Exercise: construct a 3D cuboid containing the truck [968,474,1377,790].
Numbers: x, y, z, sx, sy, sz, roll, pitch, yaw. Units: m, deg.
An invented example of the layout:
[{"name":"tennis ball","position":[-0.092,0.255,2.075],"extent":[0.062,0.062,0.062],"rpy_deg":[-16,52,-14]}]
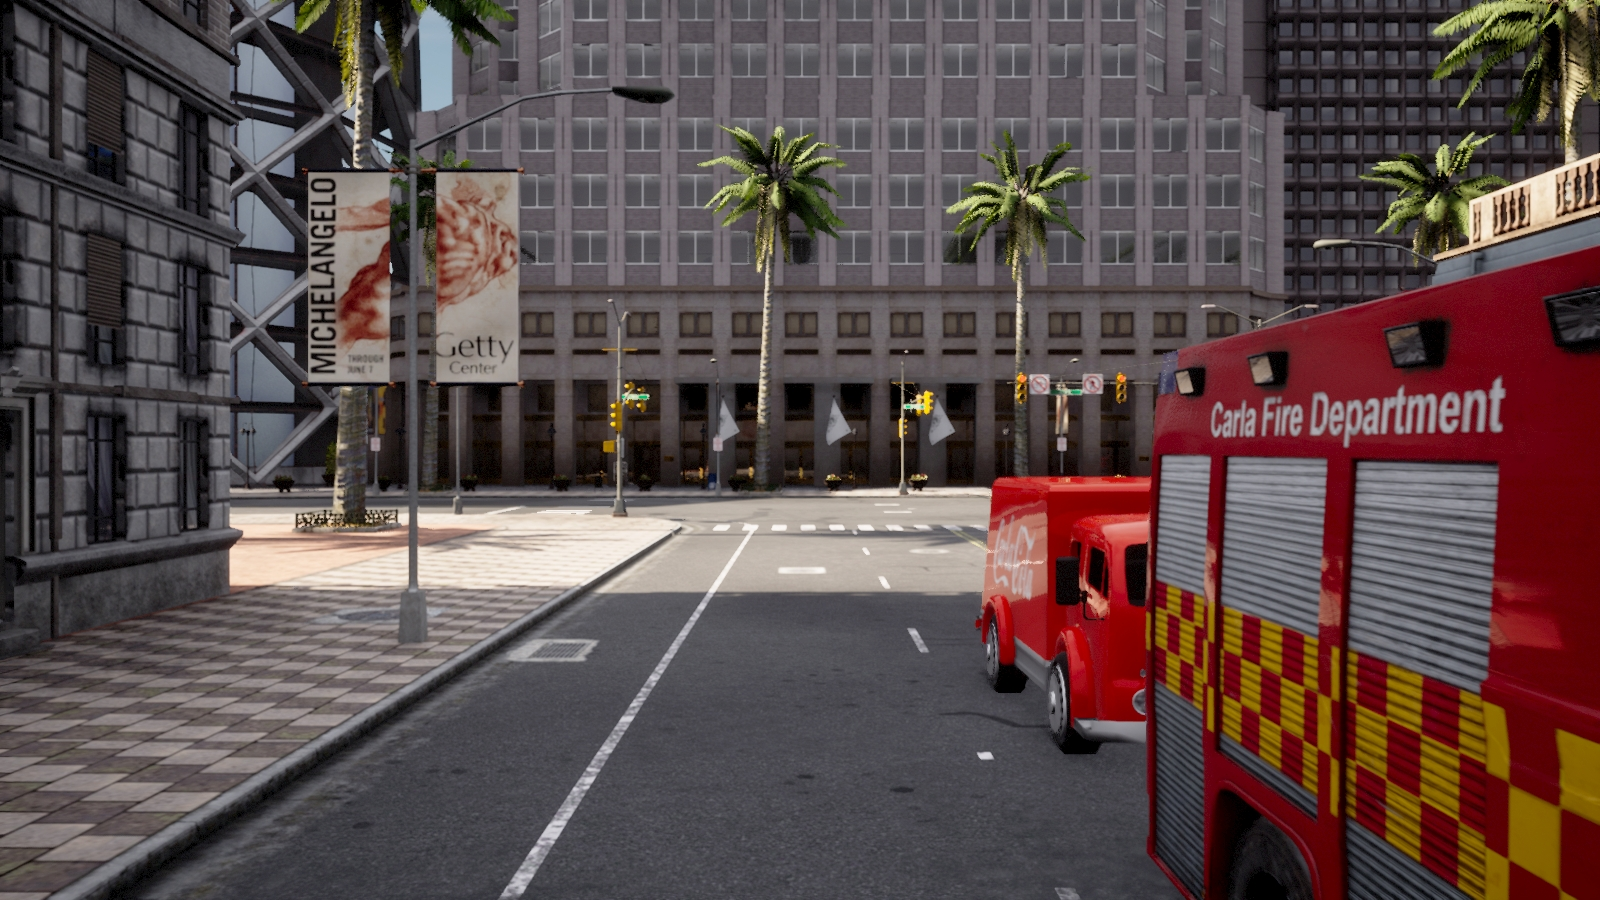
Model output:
[{"name":"truck","position":[3.457,1.556,12.030],"extent":[2.627,2.467,5.204],"rpy_deg":[0,0,0]}]
